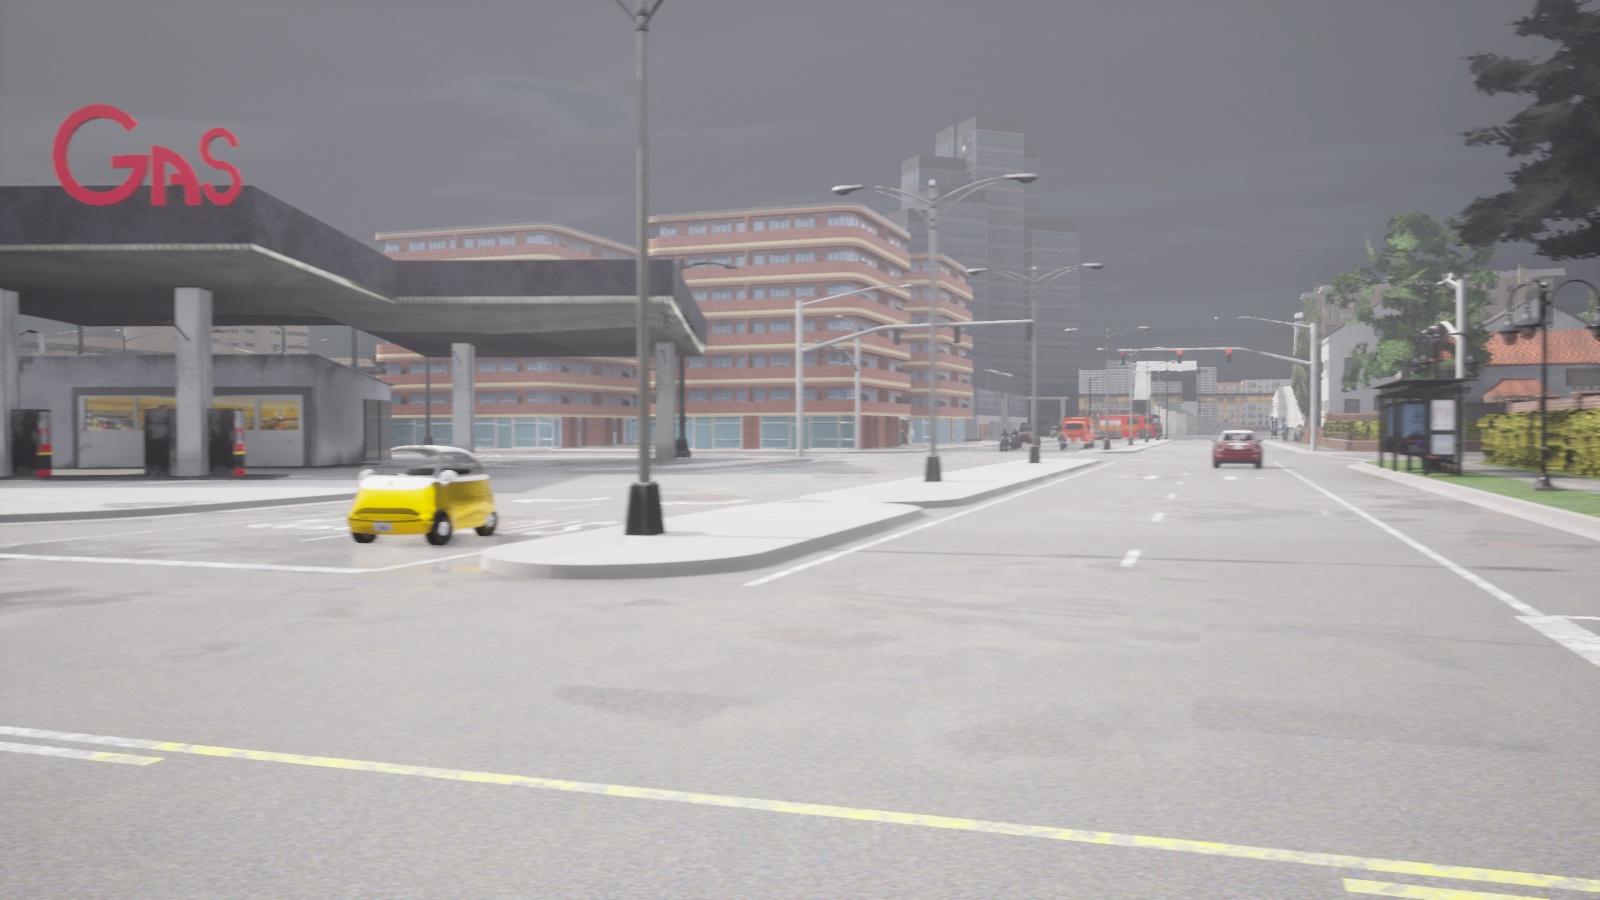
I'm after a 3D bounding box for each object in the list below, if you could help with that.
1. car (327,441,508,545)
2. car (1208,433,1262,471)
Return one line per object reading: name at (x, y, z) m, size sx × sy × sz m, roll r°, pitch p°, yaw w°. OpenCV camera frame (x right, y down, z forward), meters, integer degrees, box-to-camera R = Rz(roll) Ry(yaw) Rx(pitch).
car at (-5.440, 0.570, 18.051) m, size 1.481 × 1.376 × 2.207 m, roll 1°, pitch 0°, yaw 18°
car at (17.405, 0.052, 50.323) m, size 1.970 × 1.475 × 3.806 m, roll 1°, pitch 1°, yaw 18°
